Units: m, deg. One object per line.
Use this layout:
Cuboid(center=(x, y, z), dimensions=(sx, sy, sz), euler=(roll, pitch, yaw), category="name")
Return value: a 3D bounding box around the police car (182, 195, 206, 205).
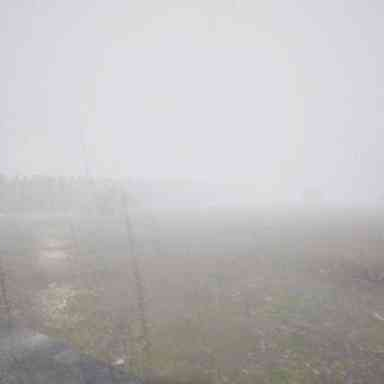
Cuboid(center=(0.264, 1.216, 52.711), dimensions=(1.930, 1.638, 5.238), euler=(0, 0, 35), category="police car")
